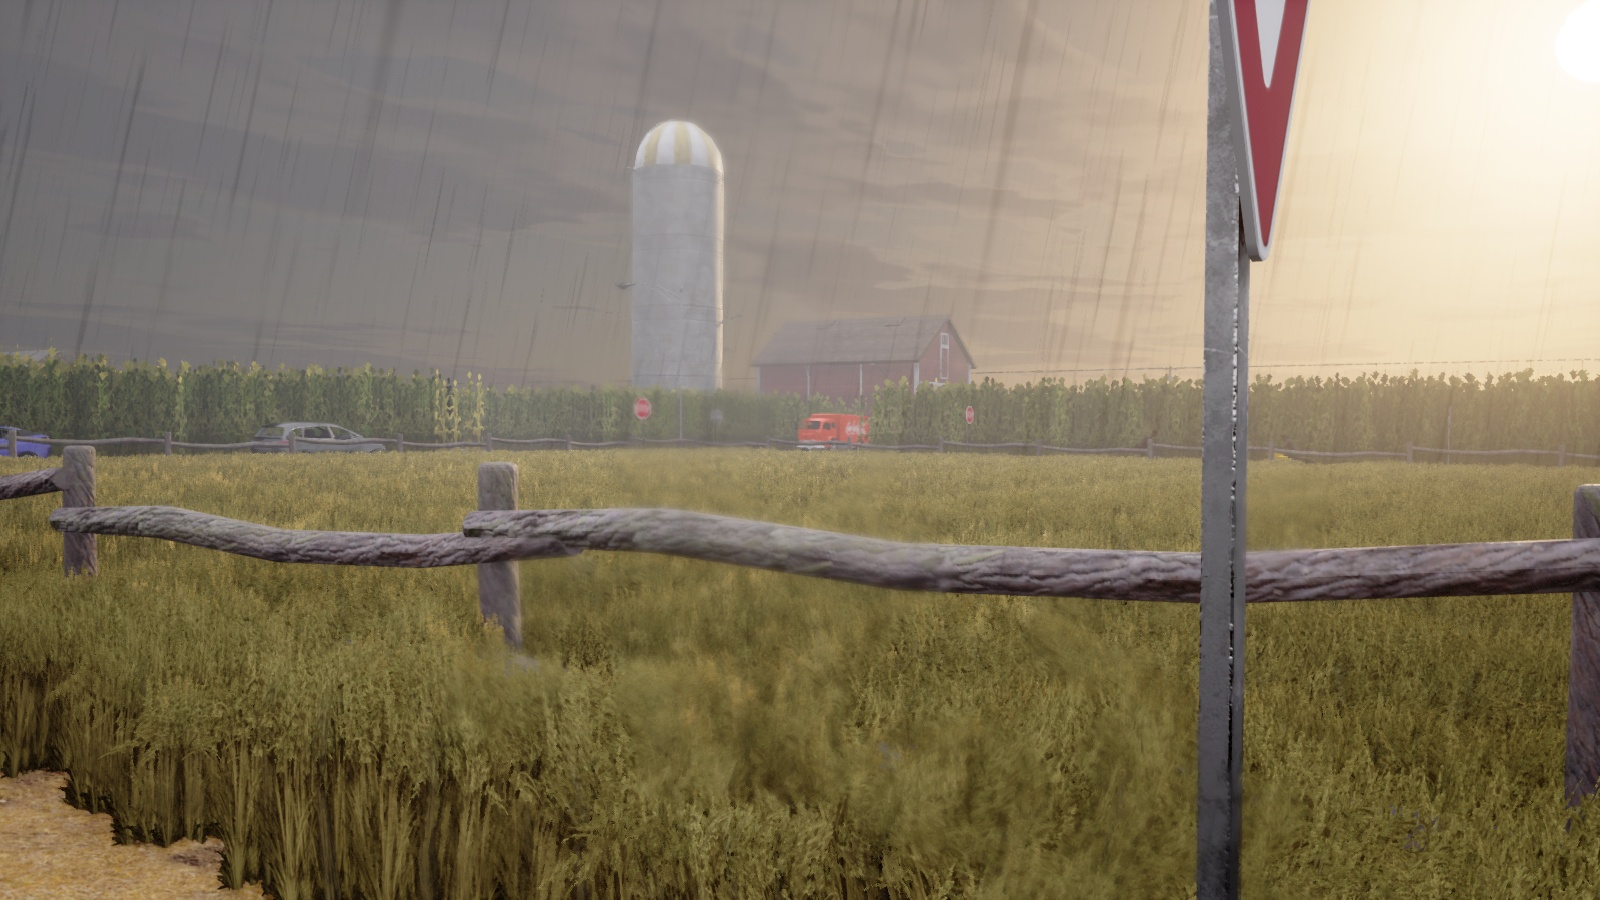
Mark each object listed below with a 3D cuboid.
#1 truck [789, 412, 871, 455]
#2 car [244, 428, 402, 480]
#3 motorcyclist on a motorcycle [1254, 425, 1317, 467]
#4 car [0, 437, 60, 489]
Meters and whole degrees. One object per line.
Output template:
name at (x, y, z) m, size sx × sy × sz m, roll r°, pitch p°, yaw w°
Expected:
truck at (1.868, -0.977, 76.005) m, size 2.627 × 2.467 × 5.204 m, roll 0°, pitch 0°, yaw 34°
car at (-16.343, 0.105, 43.217) m, size 2.242 × 1.667 × 4.611 m, roll 0°, pitch 1°, yaw 34°
motorcyclist on a motorcycle at (17.952, -0.146, 46.425) m, size 2.044 × 1.523 × 0.797 m, roll 0°, pitch 1°, yaw 34°
car at (-24.467, 0.398, 36.648) m, size 2.007 × 1.525 × 4.514 m, roll 0°, pitch 1°, yaw 34°
